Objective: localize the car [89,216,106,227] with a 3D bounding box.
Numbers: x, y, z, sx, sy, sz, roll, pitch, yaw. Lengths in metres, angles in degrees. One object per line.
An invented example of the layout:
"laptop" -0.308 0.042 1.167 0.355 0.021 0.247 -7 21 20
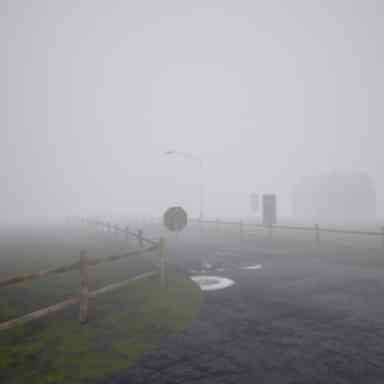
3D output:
"car" -14.034 4.258 49.195 2.128 1.511 4.902 0 -3 -26

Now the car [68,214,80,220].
"car" -28.769 6.031 80.821 1.882 1.535 5.008 1 -3 -33
